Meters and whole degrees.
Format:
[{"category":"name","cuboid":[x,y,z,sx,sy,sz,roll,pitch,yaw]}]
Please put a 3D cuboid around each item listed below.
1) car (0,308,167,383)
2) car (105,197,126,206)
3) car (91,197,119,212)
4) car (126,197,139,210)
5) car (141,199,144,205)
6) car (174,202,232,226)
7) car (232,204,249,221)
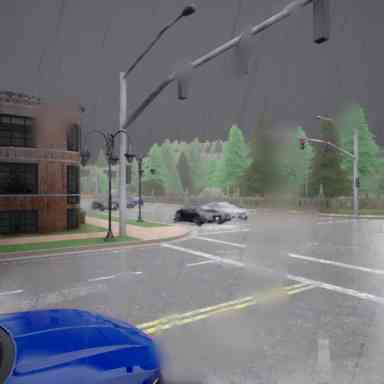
[{"category":"car","cuboid":[-2.486,1.478,1.968,5.008,1.535,1.882,0,0,-36]},{"category":"car","cuboid":[-12.611,1.564,54.573,1.994,1.385,4.181,0,0,-35]},{"category":"car","cuboid":[-10.181,1.492,38.628,2.128,1.511,4.902,0,0,-35]},{"category":"car","cuboid":[-9.126,1.507,43.273,1.837,1.490,4.892,0,-1,-34]},{"category":"car","cuboid":[-9.813,1.526,56.679,1.812,1.442,4.674,0,0,-35]},{"category":"car","cuboid":[0.498,1.564,23.284,1.994,1.385,4.181,0,0,-35]},{"category":"car","cuboid":[2.463,1.526,26.574,1.812,1.442,4.674,0,0,-35]}]
